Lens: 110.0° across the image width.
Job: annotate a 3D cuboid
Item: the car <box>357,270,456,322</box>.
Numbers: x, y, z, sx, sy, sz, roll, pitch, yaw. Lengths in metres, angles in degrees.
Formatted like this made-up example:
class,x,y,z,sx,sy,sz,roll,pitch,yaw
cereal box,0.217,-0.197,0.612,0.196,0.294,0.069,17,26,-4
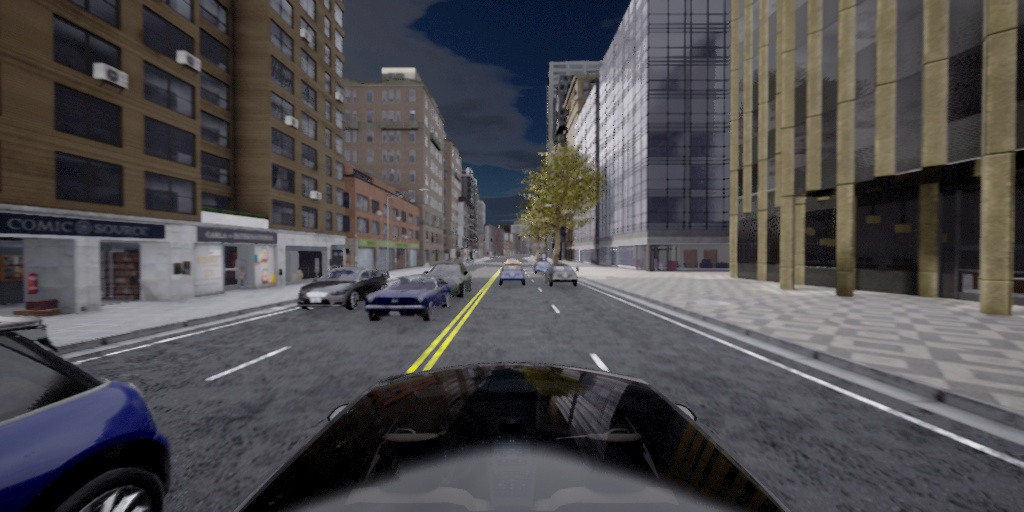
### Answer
class,x,y,z,sx,sy,sz,roll,pitch,yaw
car,-3.341,1.335,12.426,1.895,1.301,4.718,0,0,0

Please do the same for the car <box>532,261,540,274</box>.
class,x,y,z,sx,sy,sz,roll,pitch,yaw
car,3.311,1.222,40.165,2.033,1.411,5.357,0,0,1

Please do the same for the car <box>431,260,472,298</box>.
class,x,y,z,sx,sy,sz,roll,pitch,yaw
car,-3.249,1.128,18.156,2.097,1.767,4.553,0,0,0

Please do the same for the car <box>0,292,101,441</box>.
class,x,y,z,sx,sy,sz,roll,pitch,yaw
car,-6.596,1.242,2.376,2.128,1.511,4.902,0,0,0

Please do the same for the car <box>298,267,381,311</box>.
class,x,y,z,sx,sy,sz,roll,pitch,yaw
car,-6.587,1.221,14.512,2.128,1.511,4.902,0,0,0

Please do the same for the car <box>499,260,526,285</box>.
class,x,y,z,sx,sy,sz,roll,pitch,yaw
car,0.024,1.255,25.906,2.033,1.411,5.357,0,0,0

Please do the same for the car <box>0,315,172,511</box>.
class,x,y,z,sx,sy,sz,roll,pitch,yaw
car,-3.346,1.103,0.429,2.097,1.767,4.553,0,0,0

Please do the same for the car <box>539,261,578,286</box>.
class,x,y,z,sx,sy,sz,roll,pitch,yaw
car,3.261,1.258,24.569,2.033,1.411,5.357,0,0,0
